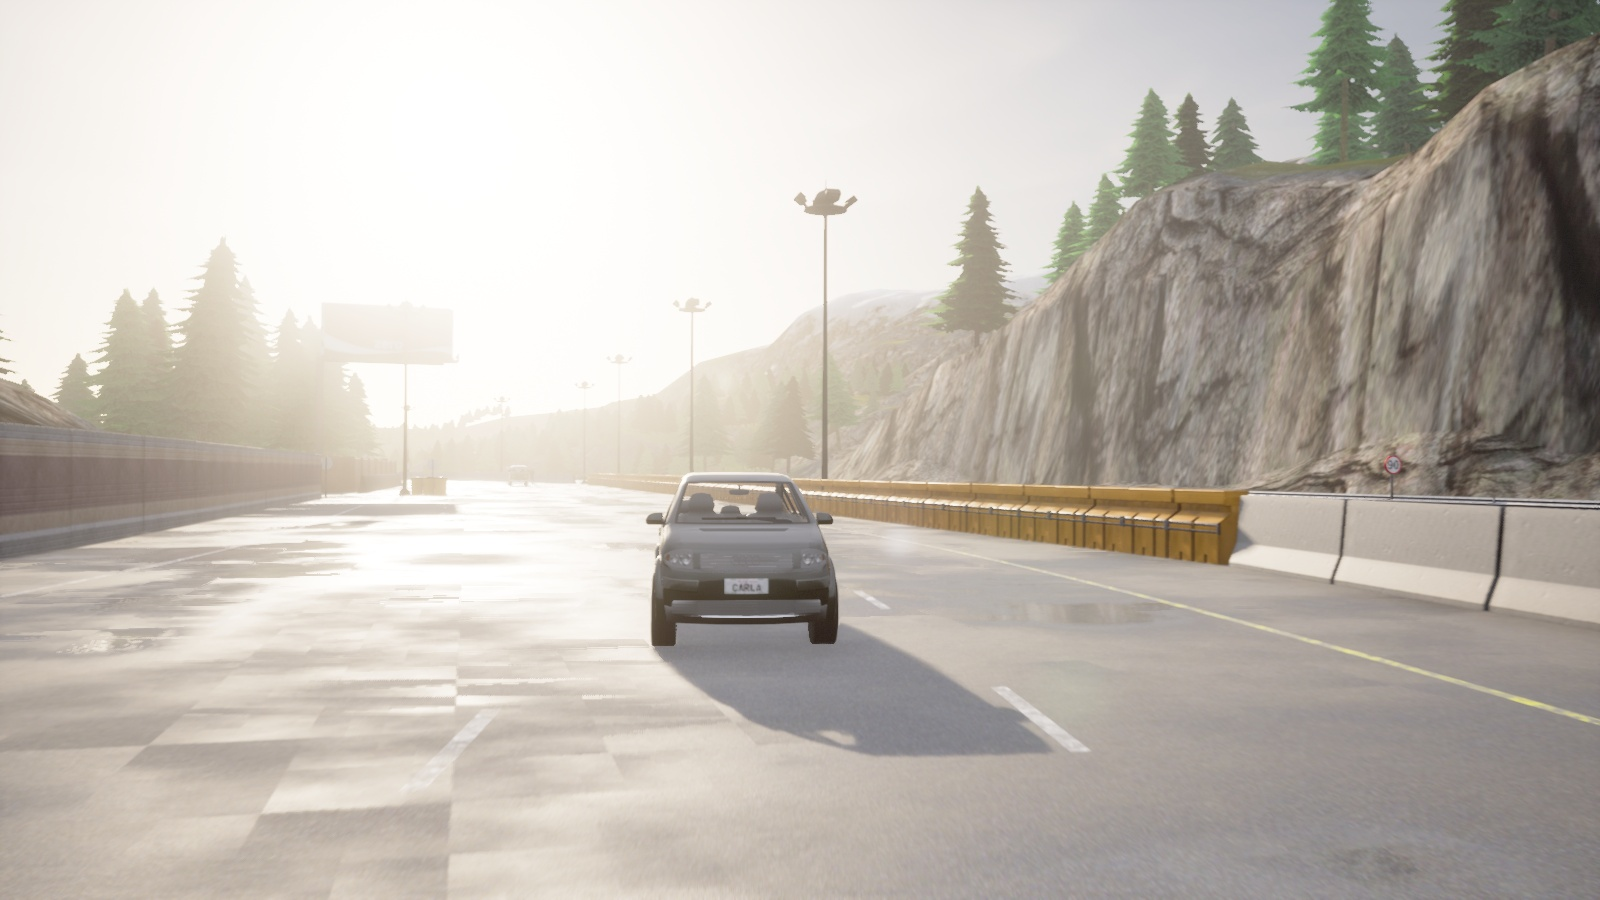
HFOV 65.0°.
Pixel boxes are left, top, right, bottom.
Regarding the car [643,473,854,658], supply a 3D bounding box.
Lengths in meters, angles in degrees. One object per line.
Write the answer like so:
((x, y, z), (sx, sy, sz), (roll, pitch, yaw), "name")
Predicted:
((-0.620, 1.005, 12.521), (1.789, 1.549, 3.705), (0, -1, -6), "car")
